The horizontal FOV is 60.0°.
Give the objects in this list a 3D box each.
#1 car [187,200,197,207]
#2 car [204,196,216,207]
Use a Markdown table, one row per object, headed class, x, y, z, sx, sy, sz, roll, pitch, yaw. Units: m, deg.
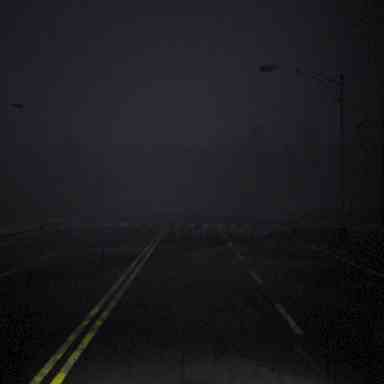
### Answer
| class | x | y | z | sx | sy | sz | roll | pitch | yaw |
| --- | --- | --- | --- | --- | --- | --- | --- | --- | --- |
| car | -0.057 | 2.102 | 63.498 | 1.895 | 1.301 | 4.718 | 0 | 0 | 0 |
| car | 3.443 | 1.720 | 63.504 | 2.150 | 2.045 | 5.566 | 0 | 0 | 0 |
